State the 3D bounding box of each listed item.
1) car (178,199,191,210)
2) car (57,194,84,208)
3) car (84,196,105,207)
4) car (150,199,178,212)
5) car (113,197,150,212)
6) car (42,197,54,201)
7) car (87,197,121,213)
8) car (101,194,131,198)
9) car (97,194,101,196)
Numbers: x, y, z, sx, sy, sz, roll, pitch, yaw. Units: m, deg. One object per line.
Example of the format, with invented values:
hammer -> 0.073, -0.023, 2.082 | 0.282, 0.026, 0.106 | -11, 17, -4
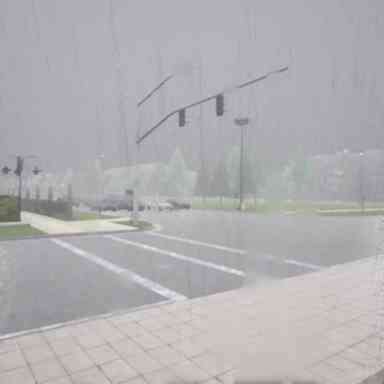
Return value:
car -> -2.146, 1.687, 45.848 | 1.882, 1.535, 5.008 | 1, 0, -36
car -> -19.040, 1.342, 51.197 | 2.150, 2.045, 5.566 | 1, -1, -37
car -> -15.547, 1.712, 52.366 | 1.994, 1.385, 4.181 | 1, 0, -36
car -> -4.122, 1.706, 42.608 | 1.812, 1.442, 4.674 | 1, 0, -36
car -> -7.833, 1.697, 41.758 | 2.033, 1.411, 5.357 | 1, 0, -36
car -> -27.312, 1.691, 62.712 | 1.994, 1.385, 4.181 | 1, 0, -36
car -> -10.523, 1.684, 39.511 | 1.994, 1.385, 4.181 | 1, 0, -36
car -> -12.309, 1.393, 53.869 | 2.150, 2.045, 5.566 | 1, 1, -36
car -> -18.881, 1.416, 68.977 | 2.097, 1.767, 4.553 | 1, 0, -36
